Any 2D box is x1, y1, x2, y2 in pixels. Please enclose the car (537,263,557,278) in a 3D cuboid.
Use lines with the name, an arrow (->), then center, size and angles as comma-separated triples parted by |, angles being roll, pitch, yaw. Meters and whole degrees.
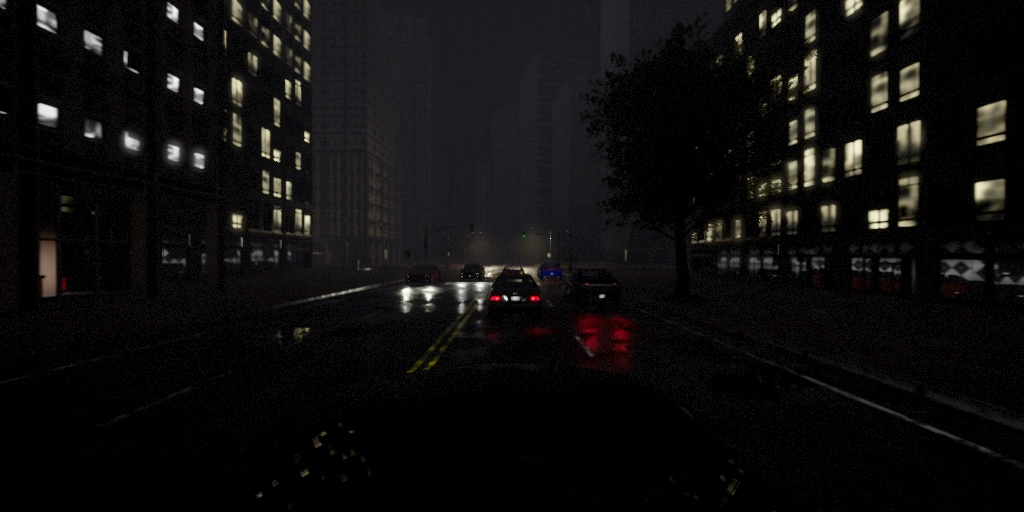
car -> 3.356, 1.341, 32.457 | 1.882, 1.535, 5.008 | 0, 0, 0

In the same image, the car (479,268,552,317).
car -> 0.102, 1.345, 13.365 | 2.033, 1.411, 5.357 | 0, 0, 0

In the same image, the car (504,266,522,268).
car -> 0.106, 1.458, 30.354 | 1.895, 1.301, 4.718 | 0, 0, 0

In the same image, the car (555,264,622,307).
car -> 3.353, 1.298, 15.767 | 2.128, 1.511, 4.902 | 0, 0, 0

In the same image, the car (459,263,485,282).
car -> -3.329, 1.366, 30.767 | 1.837, 1.490, 4.892 | 0, -1, 0

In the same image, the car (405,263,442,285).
car -> -6.589, 1.325, 27.150 | 1.882, 1.535, 5.008 | 0, 0, 0
